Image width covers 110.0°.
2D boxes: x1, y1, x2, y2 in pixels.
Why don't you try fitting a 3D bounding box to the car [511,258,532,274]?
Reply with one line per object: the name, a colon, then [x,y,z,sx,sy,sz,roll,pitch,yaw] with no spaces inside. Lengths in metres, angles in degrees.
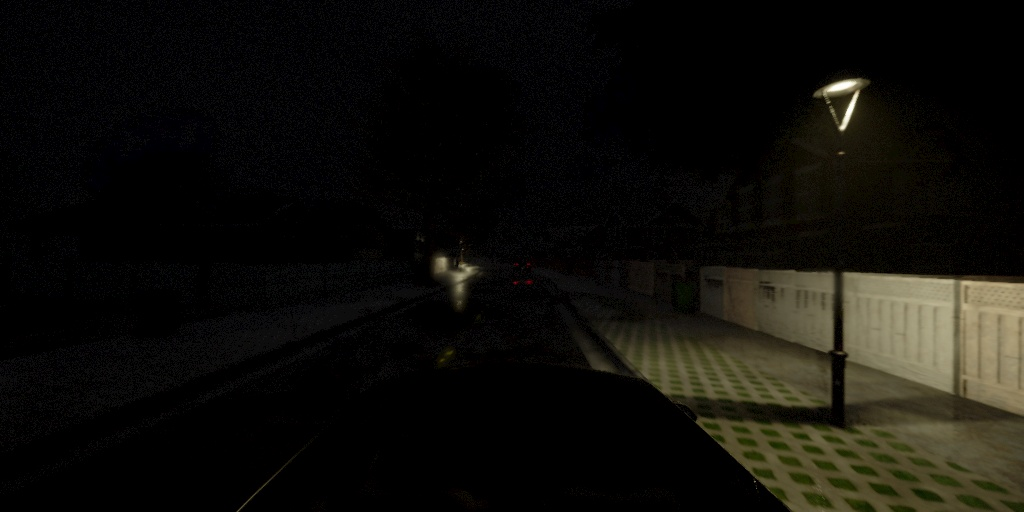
car: [0.966,0.956,36.423,1.812,1.442,4.674,0,0,-1]
